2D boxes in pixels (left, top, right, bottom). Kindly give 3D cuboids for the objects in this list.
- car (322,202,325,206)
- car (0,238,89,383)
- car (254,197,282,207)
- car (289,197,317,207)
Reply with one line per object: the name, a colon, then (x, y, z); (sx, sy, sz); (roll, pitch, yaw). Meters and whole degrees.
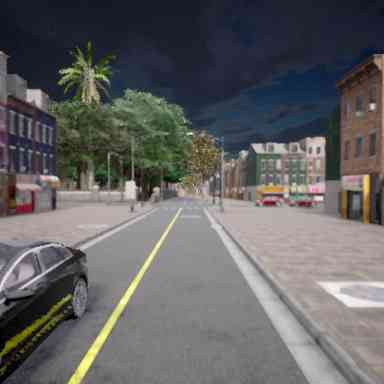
car: (22.667, 1.698, 51.905); (4.313, 1.339, 1.947); (1, 0, 0)
car: (-2.854, 1.473, 4.447); (2.128, 1.511, 4.902); (0, 0, 0)
car: (11.800, 1.449, 51.898); (4.097, 1.590, 1.967); (1, 0, 0)
car: (17.234, 1.510, 51.901); (4.097, 1.590, 1.967); (1, 0, 0)
